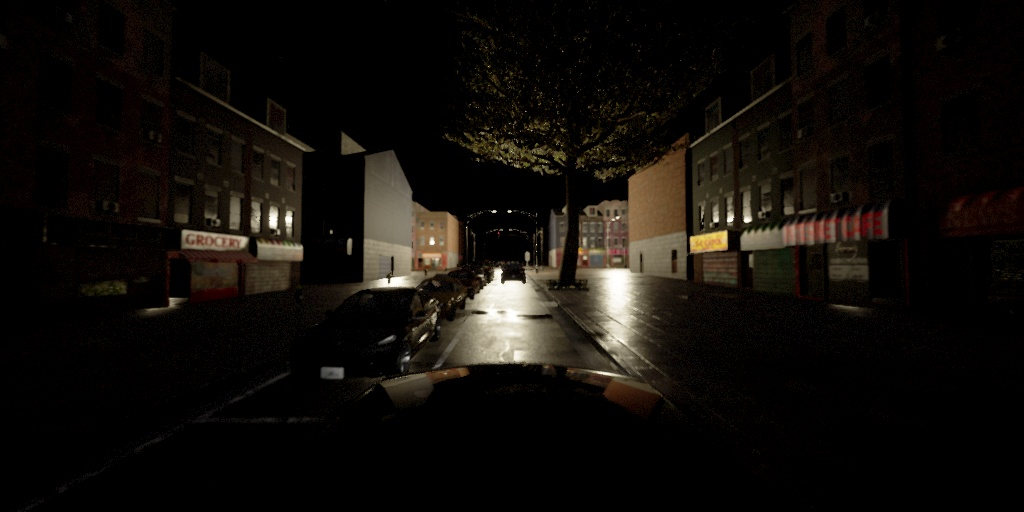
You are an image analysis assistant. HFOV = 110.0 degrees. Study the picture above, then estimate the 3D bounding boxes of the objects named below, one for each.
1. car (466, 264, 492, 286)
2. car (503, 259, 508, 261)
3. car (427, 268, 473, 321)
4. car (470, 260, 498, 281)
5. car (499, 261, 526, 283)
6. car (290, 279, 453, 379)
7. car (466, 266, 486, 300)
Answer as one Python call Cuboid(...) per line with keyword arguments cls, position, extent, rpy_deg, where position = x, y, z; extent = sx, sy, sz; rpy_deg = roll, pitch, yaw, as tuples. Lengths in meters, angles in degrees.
Cuboid(cls="car", position=(-2.618, 1.432, 24.024), extent=(2.007, 1.370, 4.403), rpy_deg=(0, 0, 0))
Cuboid(cls="car", position=(0.127, 1.351, 42.005), extent=(2.097, 1.767, 4.553), rpy_deg=(0, 0, 0))
Cuboid(cls="car", position=(-2.628, 1.340, 12.784), extent=(1.751, 1.417, 4.829), rpy_deg=(0, 0, 0))
Cuboid(cls="car", position=(-2.613, 1.231, 29.558), extent=(2.192, 1.841, 5.009), rpy_deg=(0, 0, 0))
Cuboid(cls="car", position=(0.123, 1.395, 29.653), extent=(1.882, 1.535, 5.008), rpy_deg=(0, 0, 0))
Cuboid(cls="car", position=(-2.632, 1.348, 7.419), extent=(1.948, 1.339, 4.313), rpy_deg=(0, 0, 0))
Cuboid(cls="car", position=(-2.623, 1.393, 18.489), extent=(1.888, 1.381, 4.507), rpy_deg=(0, 0, 0))
